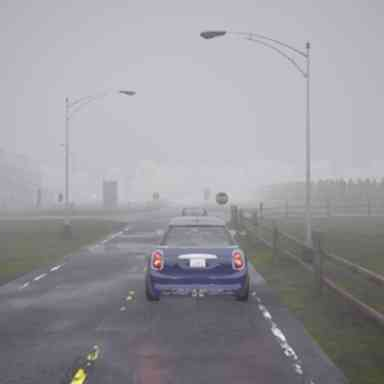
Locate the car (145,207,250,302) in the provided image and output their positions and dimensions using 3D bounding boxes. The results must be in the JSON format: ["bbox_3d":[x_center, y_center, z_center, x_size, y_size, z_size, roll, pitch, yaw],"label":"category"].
[{"bbox_3d":[0.112,1.395,8.538,2.097,1.767,4.553,0,0,0],"label":"car"}]

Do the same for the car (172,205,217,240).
[{"bbox_3d":[0.122,1.582,18.486,2.128,1.511,4.902,0,0,0],"label":"car"}]
